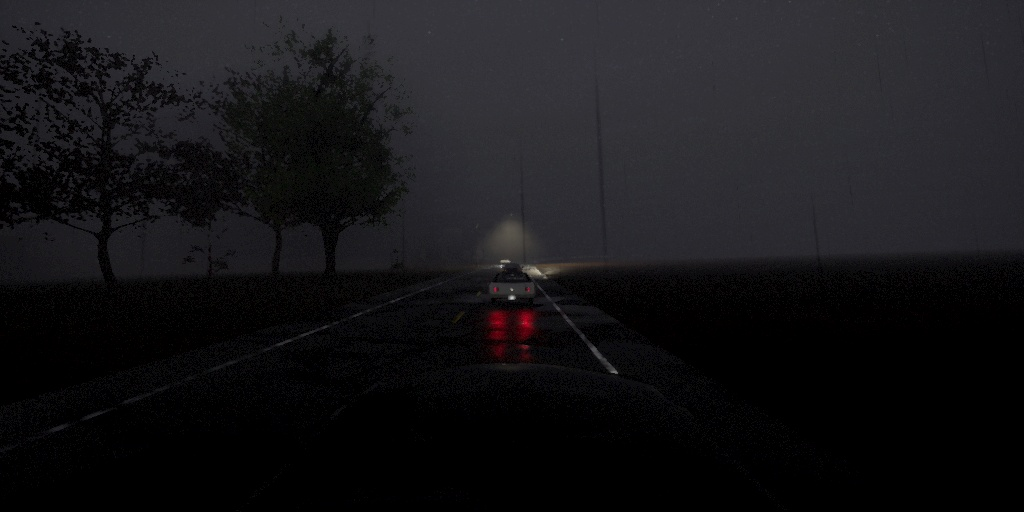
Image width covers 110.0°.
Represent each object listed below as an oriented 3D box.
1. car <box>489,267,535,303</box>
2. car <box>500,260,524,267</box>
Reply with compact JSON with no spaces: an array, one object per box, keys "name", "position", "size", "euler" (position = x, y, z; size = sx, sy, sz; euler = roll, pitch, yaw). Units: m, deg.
[{"name":"car","position":[0.000,1.372,16.530],"size":[1.895,1.301,4.718],"euler":[0,0,0]},{"name":"car","position":[0.060,1.297,31.479],"size":[1.812,1.442,4.674],"euler":[0,0,1]}]
